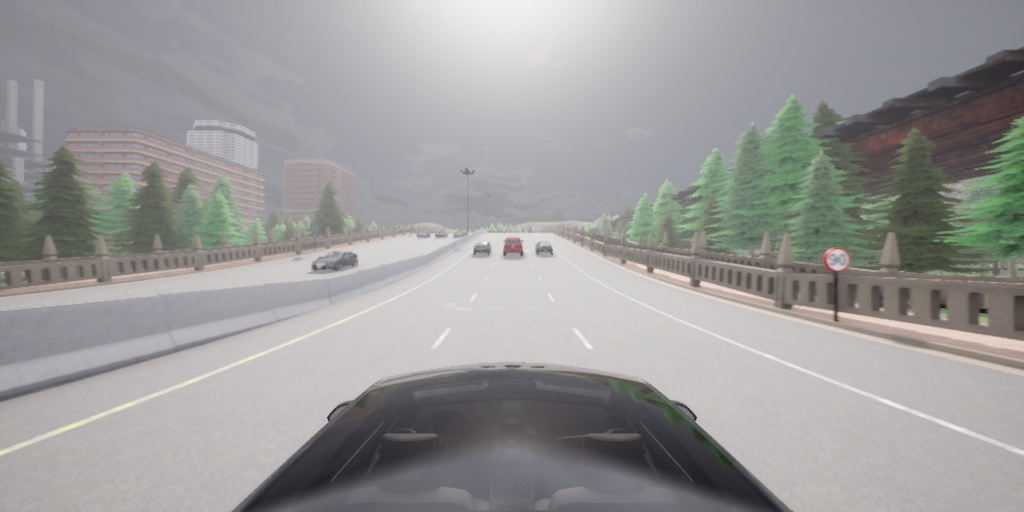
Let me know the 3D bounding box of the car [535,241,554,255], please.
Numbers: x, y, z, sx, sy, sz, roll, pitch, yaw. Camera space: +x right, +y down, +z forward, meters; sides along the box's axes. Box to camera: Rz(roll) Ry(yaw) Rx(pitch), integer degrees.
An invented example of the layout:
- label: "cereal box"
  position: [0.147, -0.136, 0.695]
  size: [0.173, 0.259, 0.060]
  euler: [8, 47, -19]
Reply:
- label: "car"
  position: [3.673, -1.010, 41.221]
  size: [1.812, 1.442, 4.674]
  euler: [0, 7, 1]

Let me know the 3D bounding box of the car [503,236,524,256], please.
- label: "car"
  position: [0.153, -1.189, 40.124]
  size: [2.150, 2.045, 5.566]
  euler: [0, 7, 0]

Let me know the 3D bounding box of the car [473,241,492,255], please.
- label: "car"
  position: [-3.333, -1.009, 40.965]
  size: [2.128, 1.511, 4.902]
  euler: [0, 7, 1]

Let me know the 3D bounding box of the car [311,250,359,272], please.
- label: "car"
  position: [-13.975, 0.327, 28.547]
  size: [2.128, 1.511, 4.902]
  euler: [0, 5, 1]
